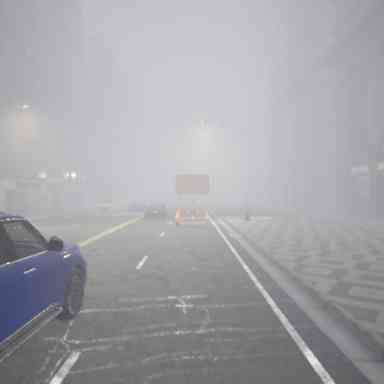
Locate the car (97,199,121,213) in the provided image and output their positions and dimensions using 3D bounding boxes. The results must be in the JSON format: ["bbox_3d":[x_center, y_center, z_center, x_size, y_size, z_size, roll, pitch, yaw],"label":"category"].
[{"bbox_3d":[-9.818,1.624,39.750,1.882,1.535,5.008,0,0,0],"label":"car"}]

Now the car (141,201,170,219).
[{"bbox_3d":[-3.136,1.676,30.393,1.994,1.385,4.181,0,0,0],"label":"car"}]

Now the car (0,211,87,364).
[{"bbox_3d":[-3.147,1.236,4.211,2.150,2.045,5.566,0,0,0],"label":"car"}]

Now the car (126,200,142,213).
[{"bbox_3d":[-6.569,1.710,39.861,1.994,1.385,4.181,0,0,0],"label":"car"}]

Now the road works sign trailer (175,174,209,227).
[{"bbox_3d":[0.026,0.550,23.321,2.380,3.560,2.880,0,0,0],"label":"road works sign trailer"}]
